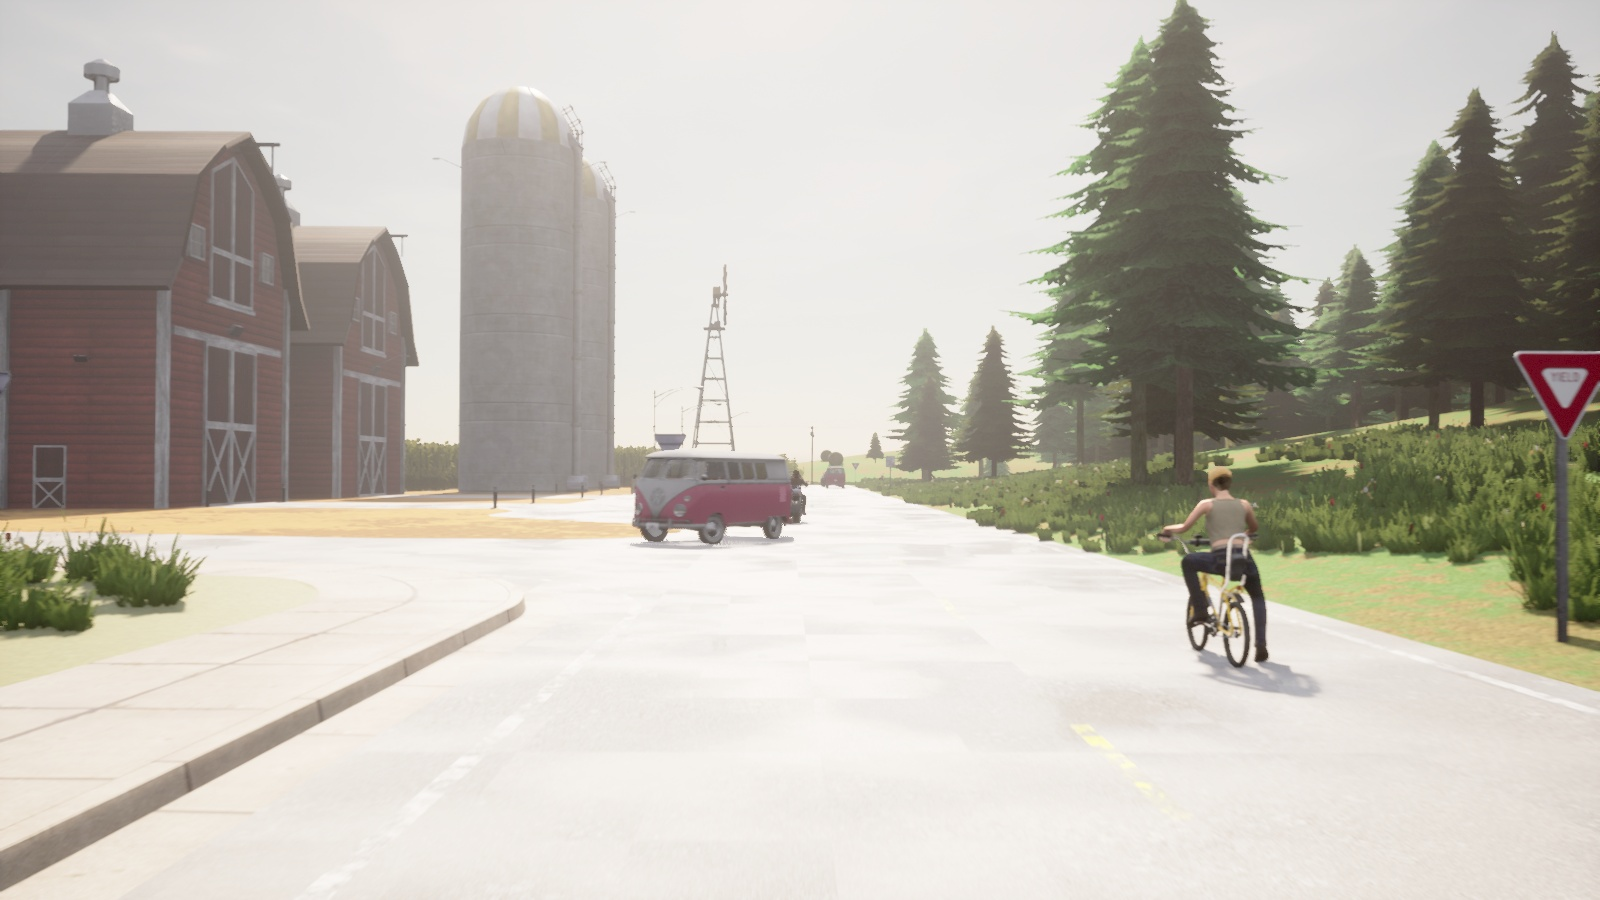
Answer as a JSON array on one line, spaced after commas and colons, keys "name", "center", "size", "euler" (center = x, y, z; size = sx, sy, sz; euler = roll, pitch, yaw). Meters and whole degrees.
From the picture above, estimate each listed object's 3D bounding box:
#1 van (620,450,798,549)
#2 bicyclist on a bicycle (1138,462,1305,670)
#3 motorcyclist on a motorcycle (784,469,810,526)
[{"name": "van", "center": [-1.908, 1.035, 27.763], "size": [1.775, 1.987, 4.442], "euler": [0, -1, 29]}, {"name": "bicyclist on a bicycle", "center": [3.482, 0.913, 10.526], "size": [0.866, 1.612, 1.509], "euler": [0, -1, 0]}, {"name": "motorcyclist on a motorcycle", "center": [-0.092, 1.396, 37.699], "size": [0.766, 1.649, 2.350], "euler": [0, -1, 0]}]
